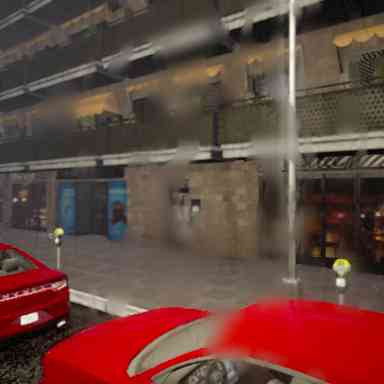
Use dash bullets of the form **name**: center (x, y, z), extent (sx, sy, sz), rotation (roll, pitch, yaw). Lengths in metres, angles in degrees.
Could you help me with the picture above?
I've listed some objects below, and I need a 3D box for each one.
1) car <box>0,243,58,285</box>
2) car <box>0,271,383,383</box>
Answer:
- **car**: center (-3.953, 1.517, 5.642), extent (4.507, 1.381, 1.887), rotation (0, 0, 35)
- **car**: center (0.690, 1.532, 2.394), extent (4.507, 1.381, 1.887), rotation (0, 0, 35)
